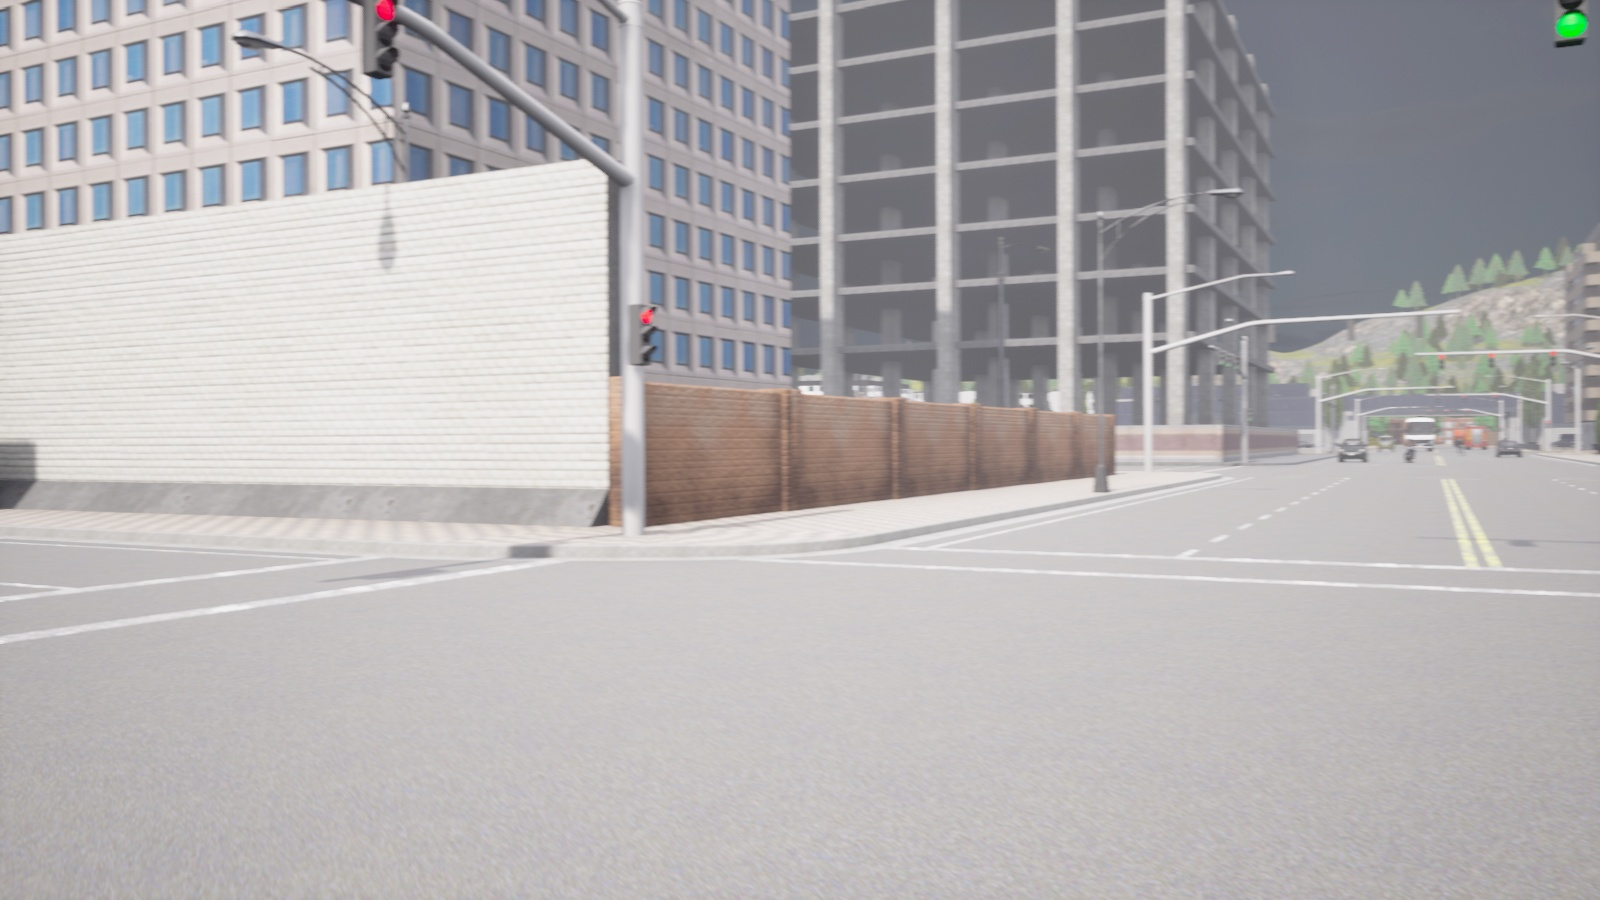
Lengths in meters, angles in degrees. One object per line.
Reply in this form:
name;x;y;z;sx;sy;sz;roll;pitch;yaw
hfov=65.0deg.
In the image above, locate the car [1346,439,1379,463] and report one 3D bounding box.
car;37.844;0.046;84.483;1.851;1.617;3.988;0;0;27
